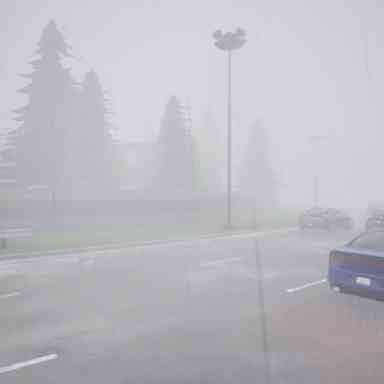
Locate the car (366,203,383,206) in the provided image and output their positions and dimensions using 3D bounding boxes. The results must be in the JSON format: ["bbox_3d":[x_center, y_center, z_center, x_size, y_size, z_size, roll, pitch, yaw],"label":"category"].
[{"bbox_3d":[21.221,1.948,38.359,1.812,1.442,4.674,0,-1,28],"label":"car"}]

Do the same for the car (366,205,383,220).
[{"bbox_3d":[11.135,1.712,18.469,1.837,1.490,4.892,1,0,43],"label":"car"}]

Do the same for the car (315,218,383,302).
[{"bbox_3d":[5.140,1.569,7.917,5.008,1.535,1.882,1,0,-40],"label":"car"}]

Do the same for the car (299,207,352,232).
[{"bbox_3d":[8.386,1.705,20.673,2.128,1.511,4.902,0,-1,43],"label":"car"}]
